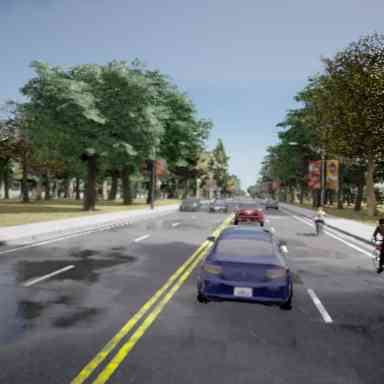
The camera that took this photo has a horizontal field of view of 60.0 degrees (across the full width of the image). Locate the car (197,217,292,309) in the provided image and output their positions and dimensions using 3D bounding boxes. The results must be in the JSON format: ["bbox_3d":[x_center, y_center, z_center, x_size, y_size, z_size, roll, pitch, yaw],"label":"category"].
[{"bbox_3d":[1.288,1.574,8.008,1.812,1.442,4.674,2,0,10],"label":"car"}]

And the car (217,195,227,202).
[{"bbox_3d":[7.167,1.559,79.093,2.033,1.411,5.357,2,0,10],"label":"car"}]

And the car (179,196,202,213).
[{"bbox_3d":[-0.090,1.410,38.620,2.097,1.767,4.553,2,0,10],"label":"car"}]

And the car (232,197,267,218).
[{"bbox_3d":[4.396,1.516,25.552,2.097,1.767,4.553,2,0,10],"label":"car"}]

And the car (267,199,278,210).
[{"bbox_3d":[12.155,1.999,50.818,2.033,1.411,5.357,2,0,10],"label":"car"}]

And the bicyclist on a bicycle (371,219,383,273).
[{"bbox_3d":[5.741,1.634,9.961,0.582,1.620,1.656,2,0,10],"label":"bicyclist on a bicycle"}]

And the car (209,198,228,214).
[{"bbox_3d":[3.112,1.642,38.098,2.128,1.511,4.902,2,0,10],"label":"car"}]

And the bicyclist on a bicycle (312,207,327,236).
[{"bbox_3d":[7.405,1.679,19.259,0.866,1.612,1.509,2,0,10],"label":"bicyclist on a bicycle"}]

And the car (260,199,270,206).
[{"bbox_3d":[15.828,2.229,72.172,1.895,1.301,4.718,2,0,10],"label":"car"}]
